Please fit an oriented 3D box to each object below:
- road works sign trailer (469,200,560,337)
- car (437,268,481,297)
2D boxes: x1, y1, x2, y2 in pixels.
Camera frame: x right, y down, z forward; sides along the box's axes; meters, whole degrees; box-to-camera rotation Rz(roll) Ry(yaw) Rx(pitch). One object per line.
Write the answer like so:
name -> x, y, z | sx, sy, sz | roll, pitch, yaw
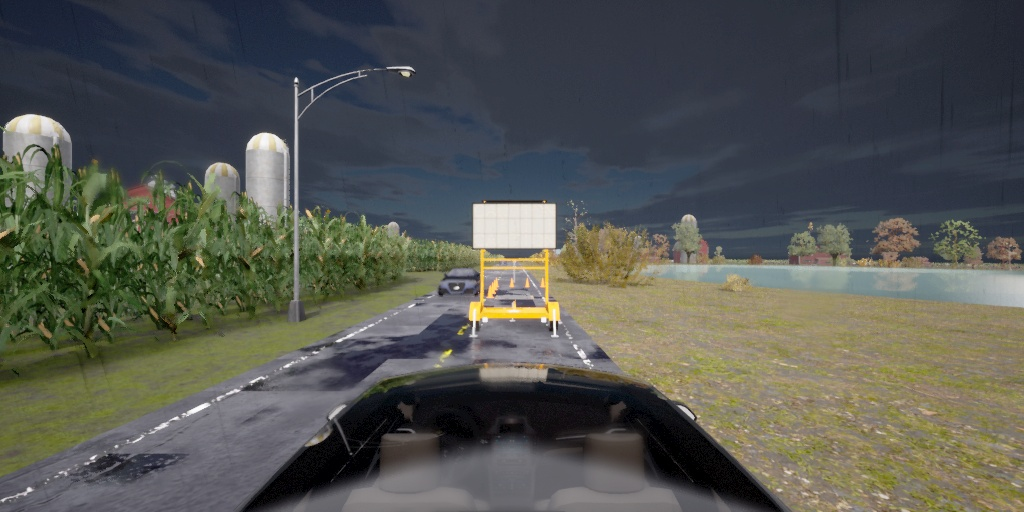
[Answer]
road works sign trailer -> 0.069, 0.217, 10.259 | 2.380, 3.560, 2.880 | 0, 0, 0
car -> -2.618, 1.325, 19.011 | 1.994, 1.385, 4.181 | 0, 0, 0
